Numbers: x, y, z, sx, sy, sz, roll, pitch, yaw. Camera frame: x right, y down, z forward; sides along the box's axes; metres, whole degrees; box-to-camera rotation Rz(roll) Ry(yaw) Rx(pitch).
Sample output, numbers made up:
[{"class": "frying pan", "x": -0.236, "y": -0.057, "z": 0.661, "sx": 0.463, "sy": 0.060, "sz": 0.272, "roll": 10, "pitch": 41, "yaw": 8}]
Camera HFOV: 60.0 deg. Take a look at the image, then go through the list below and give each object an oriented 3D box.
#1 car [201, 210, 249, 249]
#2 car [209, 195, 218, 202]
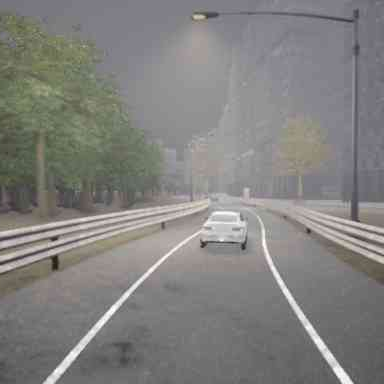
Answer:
[{"class": "car", "x": 1.509, "y": 1.533, "z": 14.685, "sx": 1.812, "sy": 1.442, "sz": 4.674, "roll": 0, "pitch": 0, "yaw": 10}, {"class": "car", "x": 4.512, "y": 1.467, "z": 74.033, "sx": 2.128, "sy": 1.511, "sz": 4.902, "roll": 0, "pitch": 0, "yaw": -9}]
